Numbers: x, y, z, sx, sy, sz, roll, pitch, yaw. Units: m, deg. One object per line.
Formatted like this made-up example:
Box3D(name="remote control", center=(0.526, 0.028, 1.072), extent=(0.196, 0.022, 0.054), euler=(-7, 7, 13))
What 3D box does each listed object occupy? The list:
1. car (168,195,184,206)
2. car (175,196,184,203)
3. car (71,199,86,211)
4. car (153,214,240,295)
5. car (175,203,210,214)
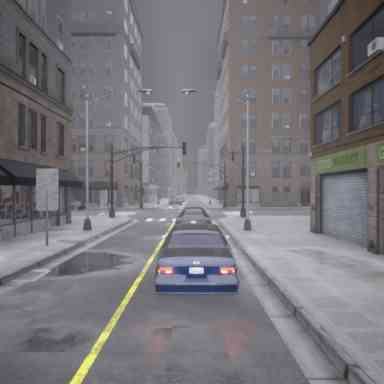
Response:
Box3D(name="car", center=(-2.741, 1.349, 55.147), extent=(2.097, 1.767, 4.553), euler=(0, 0, 0))
Box3D(name="car", center=(-2.629, 1.524, 69.927), extent=(1.812, 1.442, 4.674), euler=(0, 0, 0))
Box3D(name="car", center=(-14.677, 1.538, 39.337), extent=(4.313, 1.339, 1.947), euler=(0, 0, 0))
Box3D(name="car", center=(0.098, 1.546, 8.853), extent=(2.033, 1.411, 5.357), euler=(0, 0, 0))
Box3D(name="car", center=(0.095, 1.562, 19.399), extent=(1.994, 1.385, 4.181), euler=(0, 0, 1))
